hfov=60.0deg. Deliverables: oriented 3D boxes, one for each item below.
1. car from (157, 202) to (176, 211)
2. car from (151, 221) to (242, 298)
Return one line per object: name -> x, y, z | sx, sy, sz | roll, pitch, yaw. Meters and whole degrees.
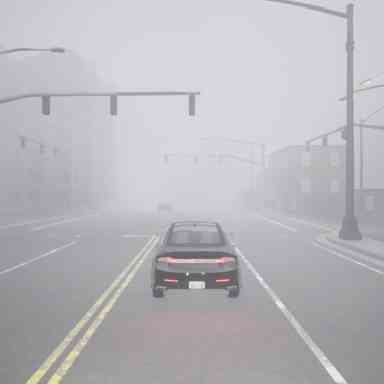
car -> -3.607, 2.055, 45.461 | 1.994, 1.385, 4.181 | 0, -4, 0
car -> 0.073, 1.492, 8.525 | 2.128, 1.511, 4.902 | 0, 0, 0
